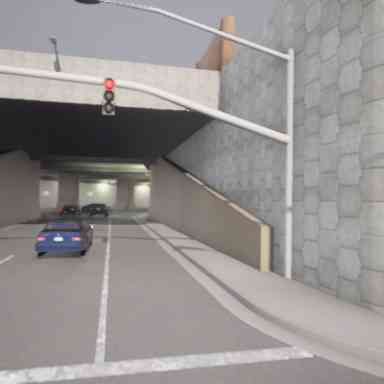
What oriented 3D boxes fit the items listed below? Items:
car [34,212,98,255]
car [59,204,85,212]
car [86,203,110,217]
[{"bbox_3d":[-5.420,1.806,14.510,2.033,1.411,5.357,1,-1,-13],"label":"car"},{"bbox_3d":[-14.952,2.241,40.907,1.812,1.442,4.674,1,-1,-7],"label":"car"},{"bbox_3d":[-11.571,2.161,42.082,2.097,1.767,4.553,1,-1,-8],"label":"car"}]
